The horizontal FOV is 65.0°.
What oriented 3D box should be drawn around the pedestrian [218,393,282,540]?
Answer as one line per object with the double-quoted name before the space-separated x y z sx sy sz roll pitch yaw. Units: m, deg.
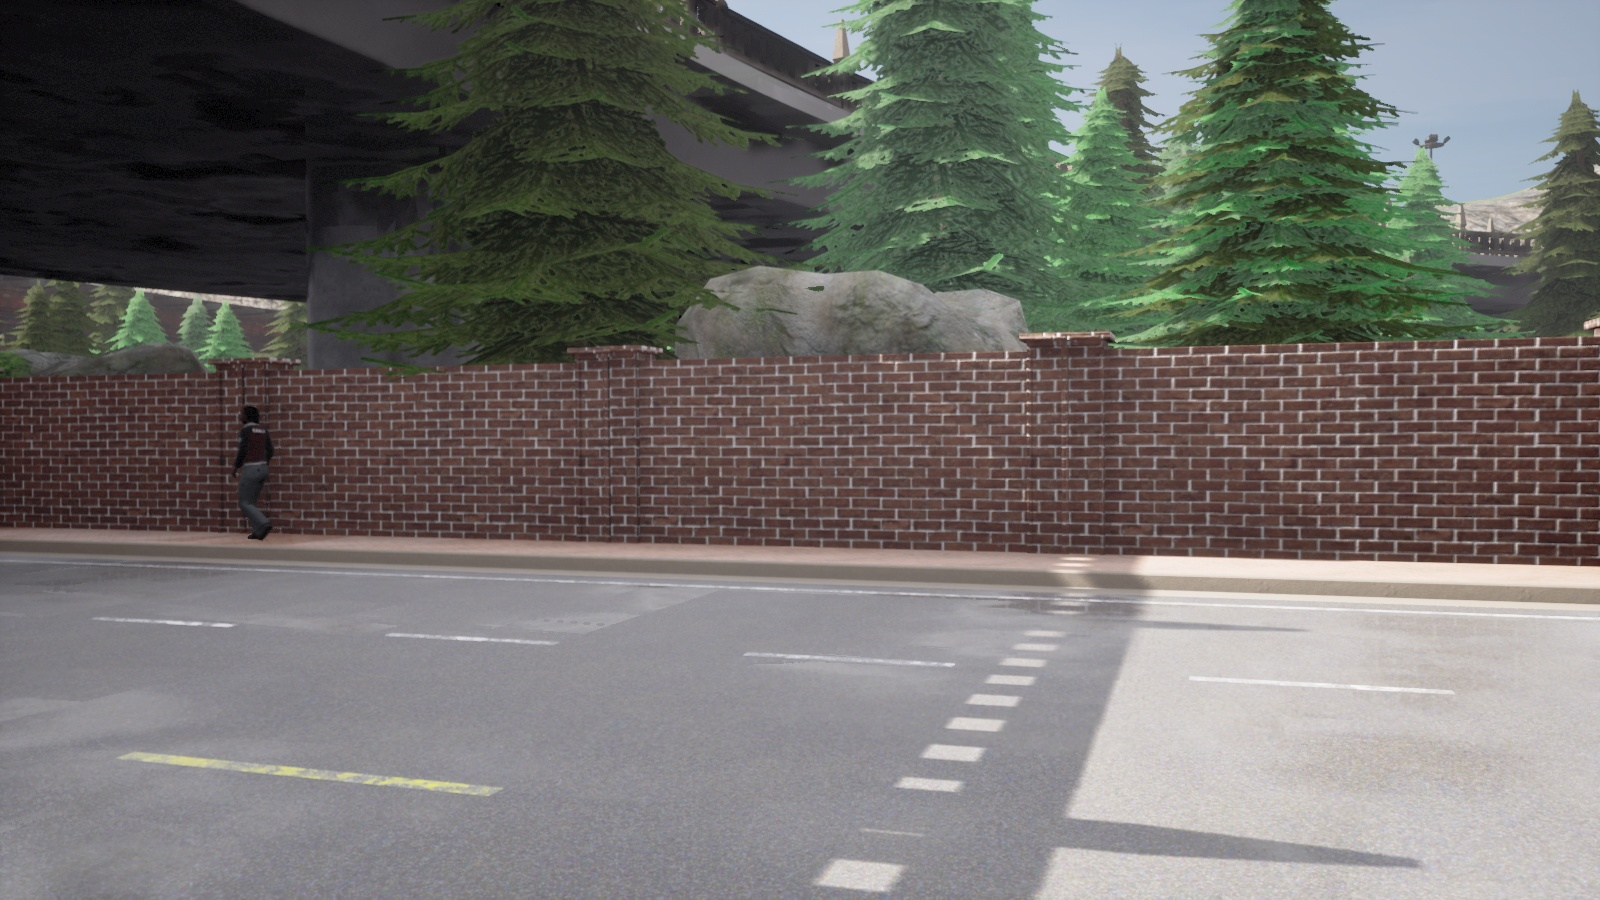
"pedestrian" -7.359 0.213 16.809 0.666 1.930 0.402 0 1 16
